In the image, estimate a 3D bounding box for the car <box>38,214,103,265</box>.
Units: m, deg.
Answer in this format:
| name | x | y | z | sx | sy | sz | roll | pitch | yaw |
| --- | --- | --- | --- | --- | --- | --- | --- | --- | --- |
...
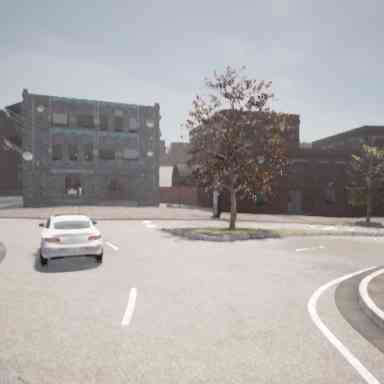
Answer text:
| name | x | y | z | sx | sy | sz | roll | pitch | yaw |
| --- | --- | --- | --- | --- | --- | --- | --- | --- | --- |
| car | -4.266 | 1.491 | 11.585 | 1.812 | 1.442 | 4.674 | 0 | 0 | -24 |
